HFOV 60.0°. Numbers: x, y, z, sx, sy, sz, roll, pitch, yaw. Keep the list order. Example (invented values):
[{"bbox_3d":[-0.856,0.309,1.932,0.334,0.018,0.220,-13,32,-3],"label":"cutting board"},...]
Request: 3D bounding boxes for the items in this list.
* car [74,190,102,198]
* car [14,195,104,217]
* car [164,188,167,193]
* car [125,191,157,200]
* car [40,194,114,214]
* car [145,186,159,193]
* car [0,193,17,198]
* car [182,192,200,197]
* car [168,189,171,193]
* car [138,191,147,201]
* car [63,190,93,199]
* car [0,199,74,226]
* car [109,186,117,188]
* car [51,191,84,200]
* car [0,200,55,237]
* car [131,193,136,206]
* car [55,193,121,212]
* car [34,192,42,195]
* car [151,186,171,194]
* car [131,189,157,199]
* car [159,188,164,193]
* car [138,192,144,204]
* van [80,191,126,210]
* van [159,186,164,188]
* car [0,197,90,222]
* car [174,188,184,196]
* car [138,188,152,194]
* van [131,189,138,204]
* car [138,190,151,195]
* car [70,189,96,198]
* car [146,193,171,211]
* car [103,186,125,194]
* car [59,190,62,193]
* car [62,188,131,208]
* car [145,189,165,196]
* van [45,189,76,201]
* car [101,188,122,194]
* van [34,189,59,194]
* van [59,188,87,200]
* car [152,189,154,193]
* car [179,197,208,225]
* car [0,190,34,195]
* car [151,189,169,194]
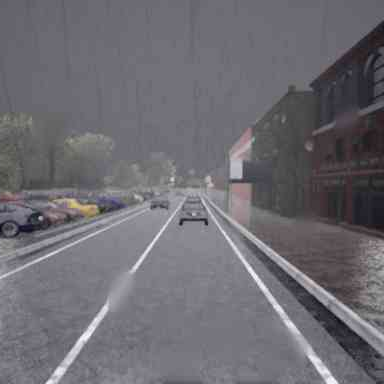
[{"bbox_3d":[-21.611,0.344,69.206,5.008,1.535,2.097,0,1,0],"label":"car"},{"bbox_3d":[-9.526,1.180,24.098,5.366,1.575,1.946,0,0,0],"label":"car"},{"bbox_3d":[-8.963,0.151,77.794,4.792,1.488,2.163,0,1,0],"label":"car"},{"bbox_3d":[-9.288,0.556,60.847,5.366,1.575,1.946,0,1,0],"label":"car"},{"bbox_3d":[-9.317,1.160,26.924,5.008,1.535,2.097,0,0,0],"label":"car"},{"bbox_3d":[-9.149,0.381,58.015,5.566,2.045,2.435,0,1,0],"label":"car"},{"bbox_3d":[-21.815,1.120,35.311,4.792,1.488,2.163,0,0,0],"label":"car"},{"bbox_3d":[0.196,1.002,41.861,2.128,1.511,4.902,0,1,0],"label":"car"},{"bbox_3d":[-8.914,-0.173,89.092,5.008,1.535,2.097,0,2,0],"label":"car"},{"bbox_3d":[-9.191,0.964,46.723,4.674,1.452,2.002,0,1,0],"label":"car"},{"bbox_3d":[-21.658,0.490,63.562,5.008,1.535,2.097,0,1,0],"label":"car"},{"bbox_3d":[-9.380,1.269,18.447,4.674,1.452,2.002,0,0,0],"label":"car"},{"bbox_3d":[-21.538,0.050,80.622,5.008,1.535,2.097,0,1,0],"label":"car"},{"bbox_3d":[-21.696,0.634,58.041,4.892,1.521,2.231,0,1,0],"label":"car"},{"bbox_3d":[-9.425,1.282,15.620,4.792,1.488,2.163,0,0,0],"label":"car"},{"bbox_3d":[-9.252,1.107,38.225,4.674,1.452,2.002,0,0,0],"label":"car"},{"bbox_3d":[-9.309,1.136,29.748,5.008,1.535,2.097,0,0,0],"label":"car"},{"bbox_3d":[-21.801,1.041,40.969,5.008,1.535,2.097,0,0,0],"label":"car"},{"bbox_3d":[-8.854,-0.577,94.736,5.566,2.045,2.435,0,2,0],"label":"car"},{"bbox_3d":[-9.115,0.361,63.667,4.553,1.767,2.185,0,1,0],"label":"car"},{"bbox_3d":[-8.880,0.411,66.494,5.366,1.575,1.946,0,1,0],"label":"car"},{"bbox_3d":[-9.215,1.032,43.890,4.674,1.452,2.002,0,1,0],"label":"car"},{"bbox_3d":[-9.384,0.864,35.398,4.442,1.987,1.878,0,0,0],"label":"van"},{"bbox_3d":[-9.127,-0.031,74.964,4.442,1.987,1.878,0,1,0],"label":"van"},{"bbox_3d":[-9.361,1.246,21.272,4.674,1.452,2.002,0,0,0],"label":"car"},{"bbox_3d":[-2.833,-0.005,75.779,2.097,1.767,4.553,0,1,1],"label":"car"},{"bbox_3d":[-9.189,0.653,52.369,4.553,1.767,2.185,0,1,0],"label":"car"},{"bbox_3d":[-9.348,0.816,40.929,4.442,1.987,1.878,0,1,0],"label":"van"},{"bbox_3d":[-9.170,0.851,49.547,5.008,1.535,2.097,0,1,0],"label":"car"},{"bbox_3d":[-21.665,0.292,66.381,4.553,1.767,2.185,0,1,0],"label":"car"},{"bbox_3d":[-3.287,1.162,35.361,2.033,1.411,5.357,0,1,0],"label":"car"},{"bbox_3d":[-21.447,-0.495,91.782,5.566,2.045,2.435,0,2,0],"label":"car"},{"bbox_3d":[-21.779,0.881,49.575,4.792,1.488,2.163,0,2,0],"label":"car"},{"bbox_3d":[-9.257,0.862,32.572,5.566,2.045,2.435,0,0,0],"label":"car"},{"bbox_3d":[-8.977,0.089,80.620,4.674,1.452,2.002,0,1,0],"label":"car"},{"bbox_3d":[-21.827,0.480,55.212,4.442,1.987,1.878,0,2,0],"label":"van"},{"bbox_3d":[-21.499,-0.171,89.089,4.892,1.521,2.231,0,2,0],"label":"car"},{"bbox_3d":[-21.648,0.699,46.742,4.442,1.987,1.878,0,1,0],"label":"van"},{"bbox_3d":[-21.786,0.334,60.860,4.442,1.987,1.878,0,1,0],"label":"van"},{"bbox_3d":[-9.142,0.745,55.197,4.674,1.452,2.002,0,1,0],"label":"car"},{"bbox_3d":[0.116,1.328,22.054,2.033,1.411,5.357,0,1,0],"label":"car"},{"bbox_3d":[-21.798,0.816,38.132,5.566,2.045,2.435,0,0,0],"label":"car"},{"bbox_3d":[-8.898,-0.209,91.920,4.674,1.452,2.002,0,2,0],"label":"car"}]
